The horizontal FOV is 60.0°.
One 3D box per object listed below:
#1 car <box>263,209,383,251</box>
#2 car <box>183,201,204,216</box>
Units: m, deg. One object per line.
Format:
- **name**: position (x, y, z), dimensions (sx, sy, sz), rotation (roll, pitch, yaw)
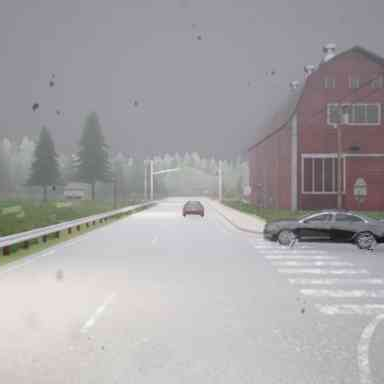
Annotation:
- **car**: position (5.474, 1.480, 13.751), dimensions (4.902, 1.511, 2.128), rotation (0, 0, 16)
- **car**: position (0.138, 1.534, 32.228), dimensions (1.994, 1.385, 4.181), rotation (0, 0, 0)
